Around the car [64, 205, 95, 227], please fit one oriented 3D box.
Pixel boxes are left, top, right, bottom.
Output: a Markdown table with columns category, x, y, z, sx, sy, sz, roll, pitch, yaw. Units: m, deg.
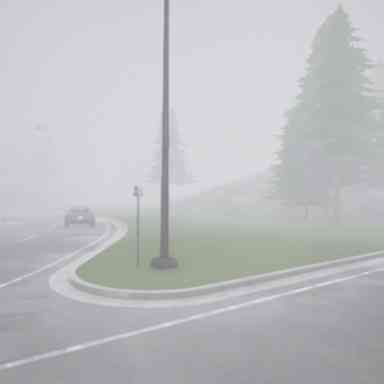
| category | x | y | z | sx | sy | sz | roll | pitch | yaw |
| --- | --- | --- | --- | --- | --- | --- | --- | --- | --- |
| car | -7.921 | 1.635 | 23.483 | 1.994 | 1.385 | 4.181 | 1 | 0 | -19 |
